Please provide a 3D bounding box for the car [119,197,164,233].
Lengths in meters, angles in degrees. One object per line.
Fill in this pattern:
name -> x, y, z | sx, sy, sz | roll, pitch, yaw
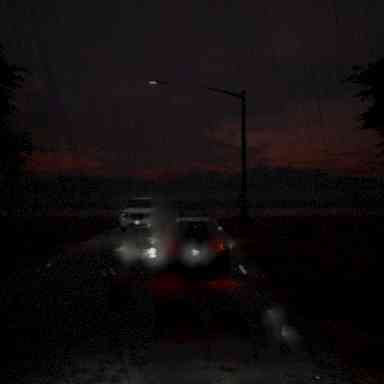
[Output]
car -> -3.007, 1.325, 20.929 | 2.150, 2.045, 5.566 | 0, -1, 0

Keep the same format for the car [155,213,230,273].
car -> 0.090, 1.613, 10.845 | 1.994, 1.385, 4.181 | 0, 0, 0

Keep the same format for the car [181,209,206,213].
car -> 0.067, 1.702, 20.872 | 1.895, 1.301, 4.718 | 0, 0, 0
